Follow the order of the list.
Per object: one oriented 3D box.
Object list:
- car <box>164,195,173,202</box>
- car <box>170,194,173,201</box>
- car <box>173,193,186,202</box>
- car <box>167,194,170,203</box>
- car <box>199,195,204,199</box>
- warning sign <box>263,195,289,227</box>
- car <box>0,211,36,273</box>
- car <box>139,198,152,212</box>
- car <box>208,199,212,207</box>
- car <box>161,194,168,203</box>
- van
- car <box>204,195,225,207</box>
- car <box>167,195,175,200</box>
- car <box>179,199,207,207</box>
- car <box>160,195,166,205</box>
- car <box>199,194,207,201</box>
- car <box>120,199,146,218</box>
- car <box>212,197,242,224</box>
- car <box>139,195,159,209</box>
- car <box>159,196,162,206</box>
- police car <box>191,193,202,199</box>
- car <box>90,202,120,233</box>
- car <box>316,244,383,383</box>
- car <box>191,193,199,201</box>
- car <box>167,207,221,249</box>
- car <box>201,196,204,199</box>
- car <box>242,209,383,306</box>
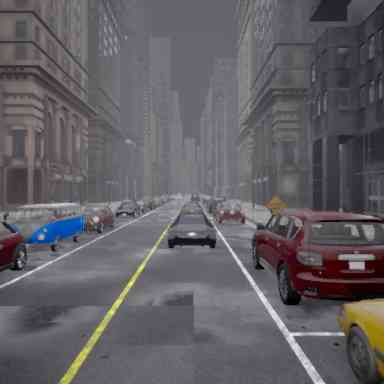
[{"bbox_3d":[-5.760,1.558,80.788,1.887,1.381,4.507,0,0,0],"label":"car"},{"bbox_3d":[-5.759,1.325,69.584,2.192,1.841,5.009,0,0,0],"label":"car"},{"bbox_3d":[-3.000,1.484,76.685,1.812,1.442,4.674,0,0,0],"label":"car"},{"bbox_3d":[-5.759,1.449,63.982,1.967,1.590,4.097,0,0,0],"label":"car"},{"bbox_3d":[2.766,1.553,58.386,1.887,1.381,4.507,0,0,0],"label":"car"},{"bbox_3d":[5.064,1.116,20.080,1.300,1.860,1.060,0,0,0],"label":"warning sign"},{"bbox_3d":[-5.759,1.440,7.965,1.967,1.590,4.097,0,0,0],"label":"car"},{"bbox_3d":[-5.760,1.585,35.973,1.802,1.307,4.206,0,0,0],"label":"car"},{"bbox_3d":[2.766,1.568,30.375,1.947,1.339,4.313,0,0,0],"label":"car"},{"bbox_3d":[-5.760,1.574,58.381,1.947,1.339,4.313,0,0,0],"label":"car"},{"bbox_3d":[-5.759,1.341,13.566,1.690,1.788,3.998,0,0,0],"label":"van"},{"bbox_3d":[2.767,1.318,35.977,2.192,1.841,5.009,0,0,0],"label":"car"},{"bbox_3d":[-5.760,1.599,91.991,1.802,1.307,4.206,0,0,0],"label":"car"},{"bbox_3d":[0.000,1.576,29.650,1.994,1.385,4.181,0,0,0],"label":"car"},{"bbox_3d":[-5.759,1.557,52.778,2.008,1.369,4.403,0,0,0],"label":"car"},{"bbox_3d":[2.766,1.456,86.396,1.967,1.590,4.097,0,0,0],"label":"car"},{"bbox_3d":[-5.759,1.568,30.372,1.947,1.339,4.313,0,0,0],"label":"car"},{"bbox_3d":[2.766,1.442,24.773,1.967,1.590,4.097,0,0,0],"label":"car"},{"bbox_3d":[-5.758,1.319,41.575,2.192,1.841,5.009,0,0,0],"label":"car"},{"bbox_3d":[-5.759,1.531,47.007,1.752,1.417,4.829,0,0,0],"label":"car"},{"bbox_3d":[0.900,1.439,80.187,1.930,1.638,5.238,0,0,0],"label":"police car"},{"bbox_3d":[-5.759,1.441,19.168,1.967,1.590,4.097,0,0,0],"label":"car"},{"bbox_3d":[2.766,1.525,2.534,1.752,1.417,4.829,0,0,0],"label":"car"},{"bbox_3d":[0.820,1.223,90.099,2.150,2.045,5.566,0,0,-1],"label":"car"},{"bbox_3d":[0.000,1.574,14.650,1.994,1.385,4.181,0,0,0],"label":"car"},{"bbox_3d":[2.766,1.556,47.181,2.008,1.369,4.403,0,0,0],"label":"car"},{"bbox_3d":[2.767,1.315,7.966,2.192,1.841,5.009,0,0,0],"label":"car"}]
